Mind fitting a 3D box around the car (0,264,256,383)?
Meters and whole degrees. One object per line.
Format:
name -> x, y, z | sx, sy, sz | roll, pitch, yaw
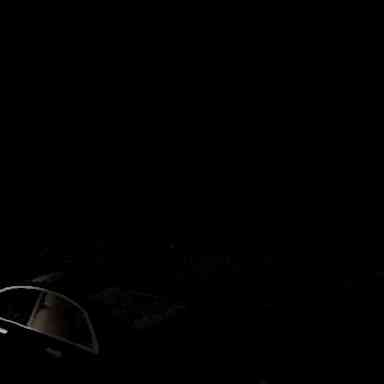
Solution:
car -> -1.426, 1.579, 3.982 | 4.403, 1.369, 2.008 | -1, 0, 36
